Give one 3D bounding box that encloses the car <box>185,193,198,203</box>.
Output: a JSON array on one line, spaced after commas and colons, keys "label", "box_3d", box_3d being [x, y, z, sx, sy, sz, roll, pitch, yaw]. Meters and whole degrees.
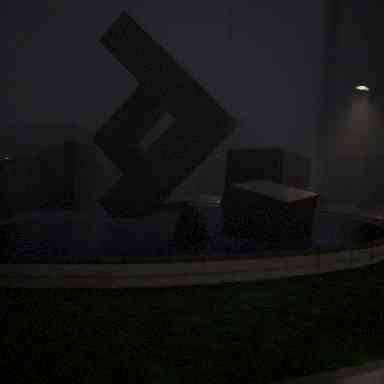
[{"label": "car", "box_3d": [-1.314, 0.852, 45.617, 4.674, 1.442, 1.812, 1, 2, -39]}]
